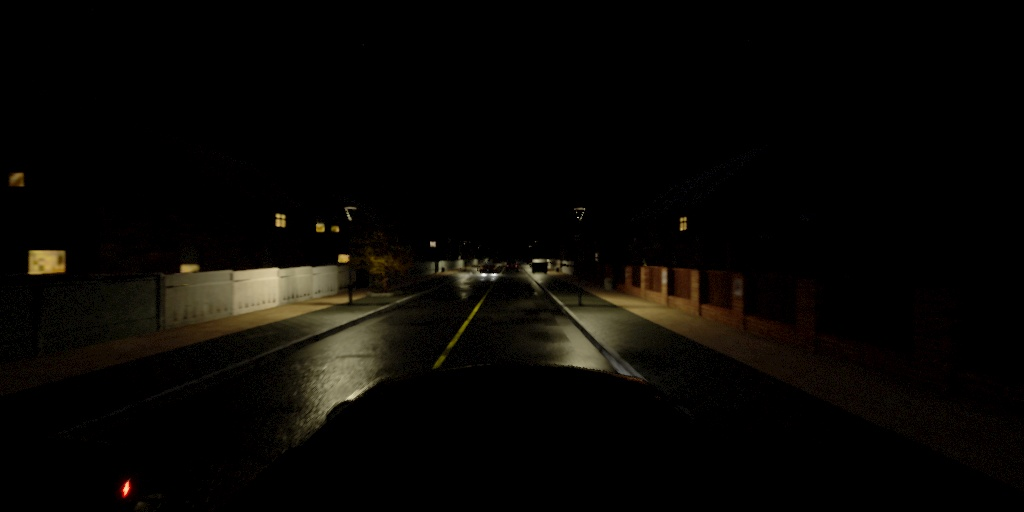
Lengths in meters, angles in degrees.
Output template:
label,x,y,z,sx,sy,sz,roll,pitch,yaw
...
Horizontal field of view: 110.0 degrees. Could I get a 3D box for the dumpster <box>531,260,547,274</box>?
label,x,y,z,sx,sy,sz,roll,pitch,yaw
dumpster,3.013,1.258,40.132,1.020,1.700,1.940,0,0,0

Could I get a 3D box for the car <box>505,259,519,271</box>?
label,x,y,z,sx,sy,sz,roll,pitch,yaw
car,0.018,1.440,51.660,2.033,1.411,5.357,0,0,0

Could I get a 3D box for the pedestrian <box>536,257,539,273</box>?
label,x,y,z,sx,sy,sz,roll,pitch,yaw
pedestrian,3.013,1.008,41.596,0.375,1.860,0.375,0,0,-6

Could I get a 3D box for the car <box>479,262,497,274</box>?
label,x,y,z,sx,sy,sz,roll,pitch,yaw
car,-2.826,1.436,43.761,1.994,1.385,4.181,0,0,0
